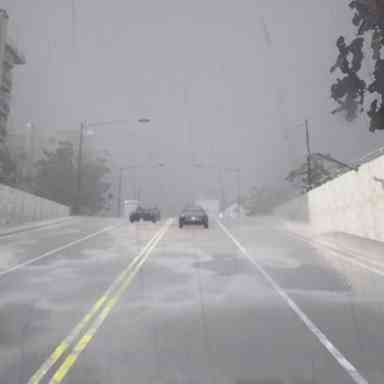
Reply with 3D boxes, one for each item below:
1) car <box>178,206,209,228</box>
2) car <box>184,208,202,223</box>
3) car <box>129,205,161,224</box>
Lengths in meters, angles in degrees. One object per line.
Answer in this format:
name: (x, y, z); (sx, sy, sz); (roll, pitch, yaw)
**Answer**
car: (0.104, 1.616, 22.846); (1.994, 1.385, 4.181); (0, 0, 0)
car: (0.120, 2.736, 38.082); (1.895, 1.301, 4.718); (0, -9, 0)
car: (-3.534, 1.657, 25.606); (1.895, 1.301, 4.718); (0, 0, 1)
